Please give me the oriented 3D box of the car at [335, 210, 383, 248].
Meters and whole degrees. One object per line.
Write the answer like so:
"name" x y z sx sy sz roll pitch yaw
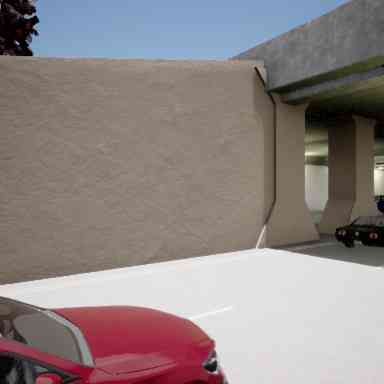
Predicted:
"car" 8.051 1.617 13.783 4.718 1.301 1.895 0 0 -35

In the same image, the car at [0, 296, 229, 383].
"car" -1.850 1.525 2.421 4.674 1.442 1.812 0 0 -36

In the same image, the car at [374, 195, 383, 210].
"car" 20.630 1.327 35.652 5.566 2.045 2.150 0 0 -35
